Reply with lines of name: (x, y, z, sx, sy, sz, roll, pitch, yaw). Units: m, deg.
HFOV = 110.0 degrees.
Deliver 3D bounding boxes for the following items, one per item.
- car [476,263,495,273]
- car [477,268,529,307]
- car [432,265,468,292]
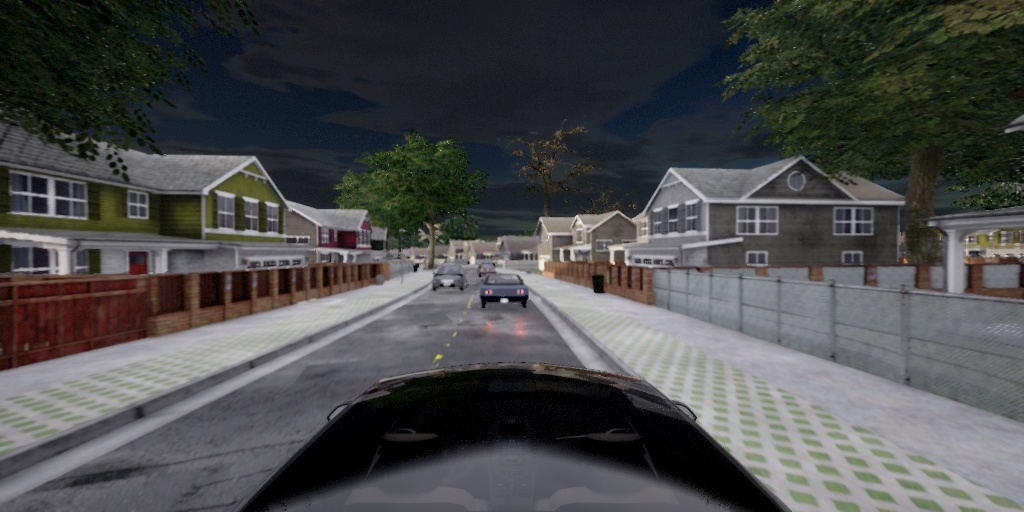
car: (-2.751, 1.438, 37.948, 2.033, 1.411, 5.357, 0, 0, -9)
car: (-0.411, 1.402, 15.735, 1.895, 1.301, 4.718, 0, 0, -3)
car: (-3.800, 1.327, 22.262, 2.128, 1.511, 4.902, 0, 0, -5)
